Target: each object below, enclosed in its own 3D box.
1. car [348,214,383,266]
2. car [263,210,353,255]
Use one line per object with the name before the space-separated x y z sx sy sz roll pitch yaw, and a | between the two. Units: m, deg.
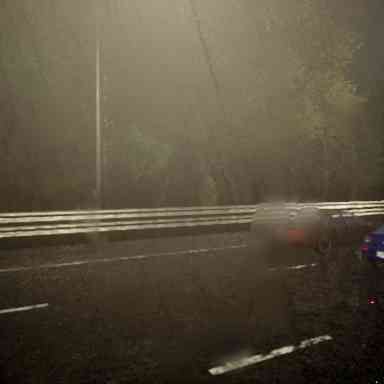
car | 6.897 1.417 9.568 4.674 1.442 1.812 0 1 -28
car | 5.256 1.406 12.661 5.357 1.411 2.033 0 1 -28
